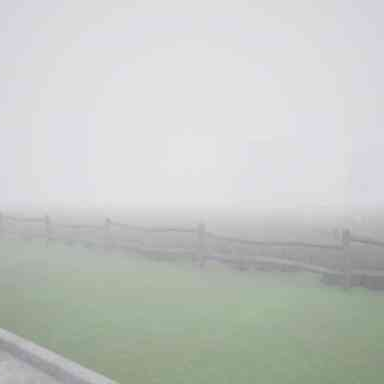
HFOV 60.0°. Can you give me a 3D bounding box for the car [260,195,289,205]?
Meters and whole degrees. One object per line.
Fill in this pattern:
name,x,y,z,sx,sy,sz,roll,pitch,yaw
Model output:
car,13.893,1.414,56.150,4.605,1.855,1.932,-1,0,35
